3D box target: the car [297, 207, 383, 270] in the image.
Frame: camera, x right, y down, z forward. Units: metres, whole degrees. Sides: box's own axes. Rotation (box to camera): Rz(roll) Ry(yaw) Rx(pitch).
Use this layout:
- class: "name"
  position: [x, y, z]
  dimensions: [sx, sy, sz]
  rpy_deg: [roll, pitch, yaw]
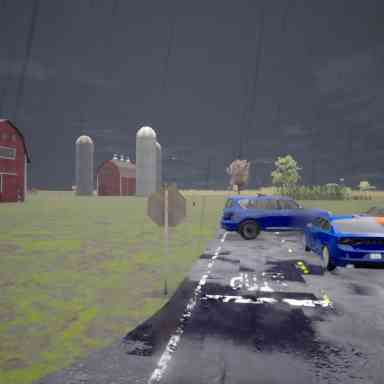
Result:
- class: "car"
  position: [4.982, 1.481, 10.909]
  dimensions: [1.882, 1.535, 5.008]
  rpy_deg: [0, 0, 7]

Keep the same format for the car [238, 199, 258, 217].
- class: "car"
  position: [5.557, 1.503, 32.976]
  dimensions: [1.837, 1.490, 4.892]
  rpy_deg: [0, 0, 9]

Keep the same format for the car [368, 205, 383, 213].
- class: "car"
  position: [8.836, 1.371, 15.232]
  dimensions: [2.097, 1.767, 4.553]
  rpy_deg: [0, 0, -39]

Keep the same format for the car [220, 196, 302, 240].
- class: "car"
  position: [4.191, 1.219, 16.510]
  dimensions: [5.566, 2.045, 2.150]
  rpy_deg: [0, 0, -1]

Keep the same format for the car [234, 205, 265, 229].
- class: "car"
  position: [3.880, 1.601, 22.673]
  dimensions: [1.895, 1.301, 4.718]
  rpy_deg: [0, 0, 9]

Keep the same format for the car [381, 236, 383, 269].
- class: "car"
  position: [4.714, 1.529, 3.668]
  dimensions: [1.812, 1.442, 4.674]
  rpy_deg: [0, 0, -13]
